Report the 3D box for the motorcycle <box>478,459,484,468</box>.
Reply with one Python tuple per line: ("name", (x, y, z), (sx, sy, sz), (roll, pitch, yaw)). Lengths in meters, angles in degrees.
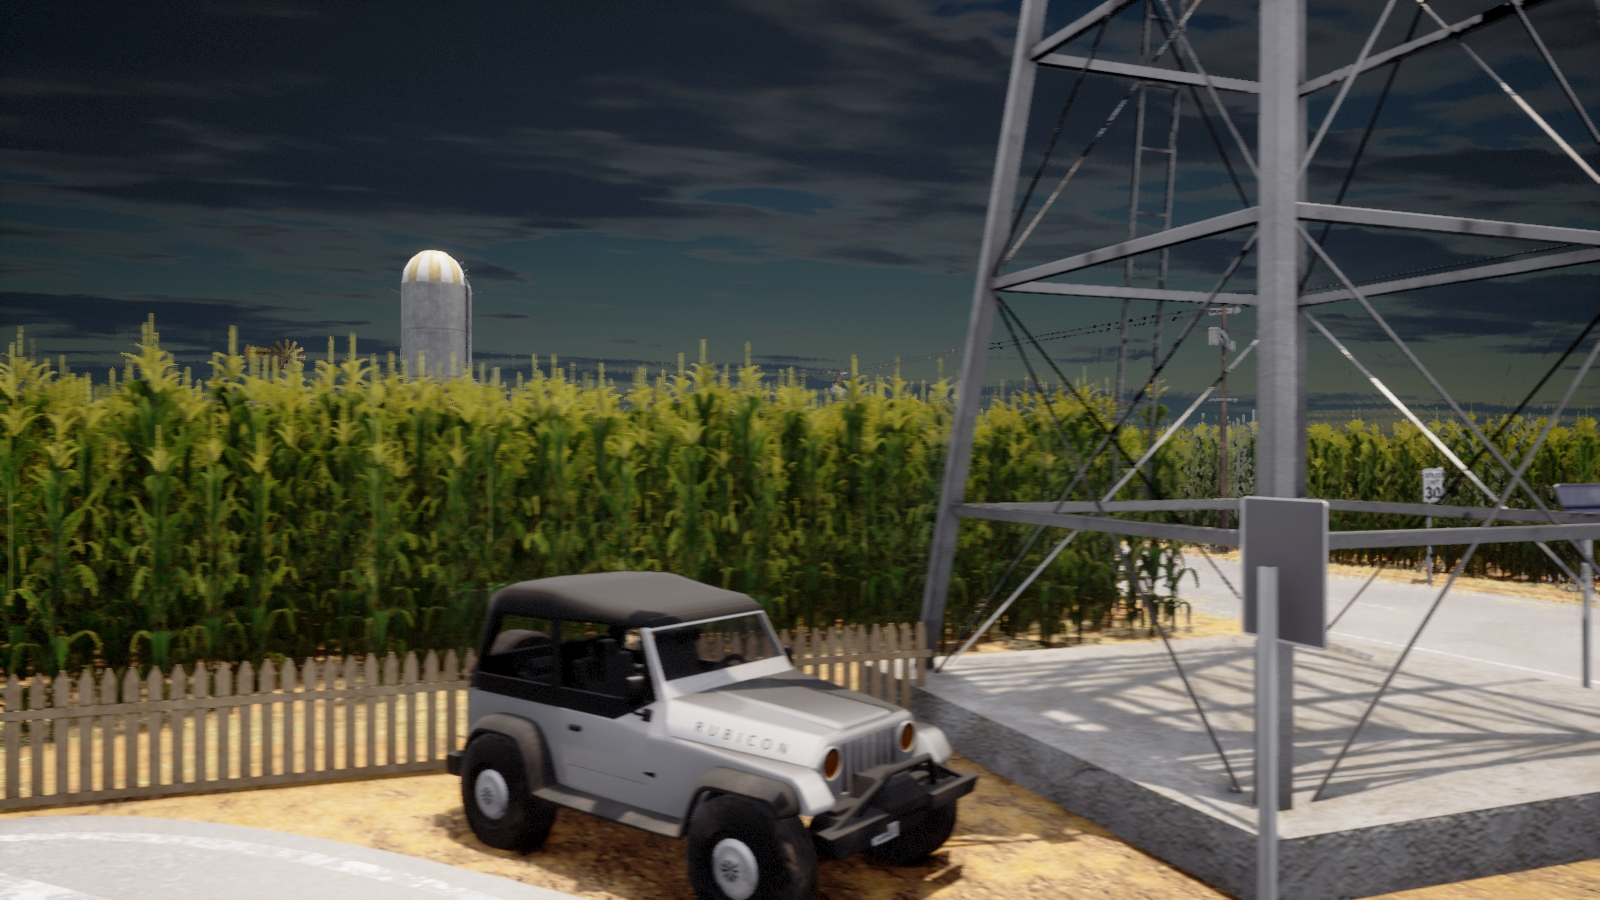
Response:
("motorcycle", (-50.193, 2.157, 179.584), (0.764, 1.307, 2.356), (0, 0, -21))
